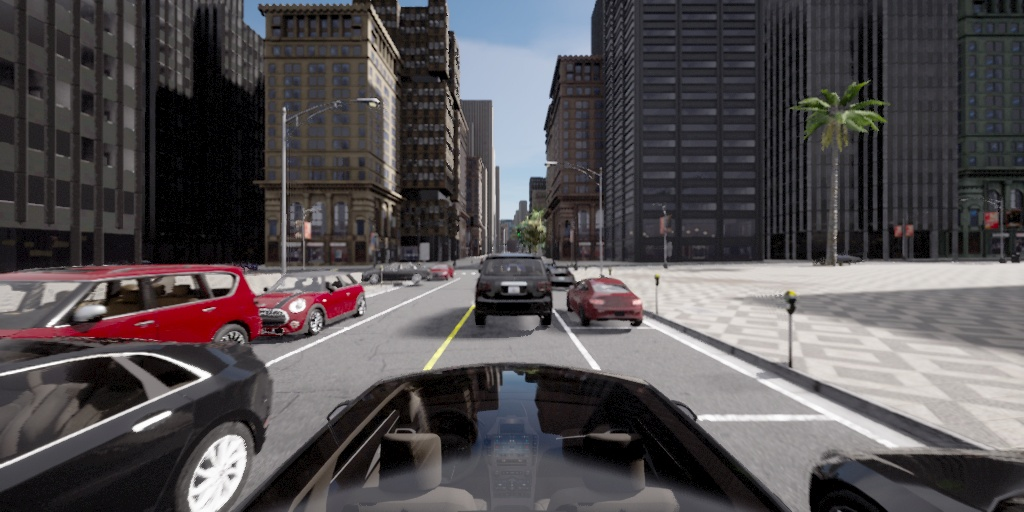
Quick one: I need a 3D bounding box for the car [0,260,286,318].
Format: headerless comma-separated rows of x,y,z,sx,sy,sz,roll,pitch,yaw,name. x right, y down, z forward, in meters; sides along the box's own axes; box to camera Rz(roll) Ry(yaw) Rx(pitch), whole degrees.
-5.762,1.063,4.820,2.192,1.841,5.009,0,0,0,car

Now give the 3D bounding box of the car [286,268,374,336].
-5.762,1.180,10.122,1.967,1.591,4.097,0,0,0,car

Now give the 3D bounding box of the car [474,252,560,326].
0.029,0.957,11.683,2.150,2.045,5.566,0,0,0,car

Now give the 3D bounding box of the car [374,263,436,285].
-7.490,1.097,23.533,4.403,1.370,2.007,0,0,-9,car

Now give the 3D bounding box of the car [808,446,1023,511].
2.763,1.316,0.478,1.948,1.339,4.313,0,0,0,car

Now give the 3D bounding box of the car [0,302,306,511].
-3.100,1.255,1.312,1.837,1.490,4.892,0,0,0,car

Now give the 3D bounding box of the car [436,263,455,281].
-5.761,1.272,29.452,1.802,1.307,4.207,0,0,0,car

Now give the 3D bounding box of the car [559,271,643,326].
2.763,1.320,11.278,1.802,1.307,4.207,0,0,0,car

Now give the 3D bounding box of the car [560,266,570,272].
2.764,1.279,22.081,1.948,1.339,4.313,0,0,0,car
